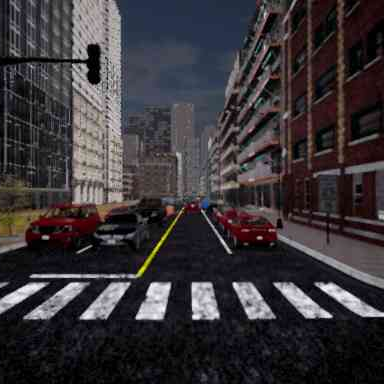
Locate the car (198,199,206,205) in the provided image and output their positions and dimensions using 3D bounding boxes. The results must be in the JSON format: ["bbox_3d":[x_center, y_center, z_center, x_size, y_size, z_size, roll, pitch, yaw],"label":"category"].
[{"bbox_3d":[2.689,2.565,87.306,1.947,1.339,4.313,0,-1,0],"label":"car"}]

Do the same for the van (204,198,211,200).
[{"bbox_3d":[2.687,2.010,59.672,1.690,1.788,3.998,0,-1,0],"label":"van"}]

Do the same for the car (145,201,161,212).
[{"bbox_3d":[-5.694,2.064,48.447,1.752,1.417,4.829,0,-1,0],"label":"car"}]

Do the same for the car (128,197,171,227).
[{"bbox_3d":[-3.081,1.498,25.377,2.150,2.045,5.566,0,-1,0],"label":"car"}]

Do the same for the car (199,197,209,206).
[{"bbox_3d":[2.686,2.181,76.255,2.192,1.841,5.009,0,-1,0],"label":"car"}]

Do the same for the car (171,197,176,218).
[{"bbox_3d":[-3.068,1.741,35.320,2.097,1.767,4.553,0,-1,0],"label":"car"}]

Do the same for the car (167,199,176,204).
[{"bbox_3d":[-5.692,2.618,92.835,2.008,1.369,4.403,0,-1,0],"label":"car"}]

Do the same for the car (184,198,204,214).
[{"bbox_3d":[0.102,1.822,42.582,2.097,1.767,4.553,0,-1,0],"label":"car"}]

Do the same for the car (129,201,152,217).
[{"bbox_3d":[-5.695,1.853,37.564,1.967,1.590,4.097,0,-1,0],"label":"car"}]

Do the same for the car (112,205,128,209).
[{"bbox_3d":[-5.694,1.834,26.507,1.887,1.381,4.507,0,-1,0],"label":"car"}]

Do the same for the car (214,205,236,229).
[{"bbox_3d":[2.686,1.773,20.979,1.887,1.381,4.507,0,-1,0],"label":"car"}]

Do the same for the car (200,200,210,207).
[{"bbox_3d":[2.688,2.350,70.725,2.008,1.369,4.403,0,-1,0],"label":"car"}]

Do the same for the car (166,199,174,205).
[{"bbox_3d":[-5.692,2.581,87.307,1.802,1.307,4.206,0,-1,0],"label":"car"}]

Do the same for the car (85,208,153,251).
[{"bbox_3d":[-3.088,1.691,15.134,1.812,1.442,4.674,0,-1,0],"label":"car"}]

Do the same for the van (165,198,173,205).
[{"bbox_3d":[-5.693,2.273,81.782,1.690,1.788,3.998,0,-1,0],"label":"van"}]

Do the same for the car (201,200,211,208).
[{"bbox_3d":[2.688,2.279,65.198,1.887,1.381,4.507,0,-1,0],"label":"car"}]

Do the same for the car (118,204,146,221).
[{"bbox_3d":[-5.694,1.916,32.035,1.947,1.339,4.313,0,-1,0],"label":"car"}]

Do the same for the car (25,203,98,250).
[{"bbox_3d":[-5.696,1.483,15.456,2.192,1.841,5.009,0,-1,0],"label":"car"}]

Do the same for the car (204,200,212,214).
[{"bbox_3d":[2.686,2.043,43.088,1.947,1.339,4.313,0,-1,0],"label":"car"}]

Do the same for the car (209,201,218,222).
[{"bbox_3d":[2.685,1.729,26.508,1.967,1.590,4.097,0,-1,0],"label":"car"}]

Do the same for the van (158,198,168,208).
[{"bbox_3d":[-5.694,2.075,65.201,1.690,1.788,3.998,0,-1,0],"label":"van"}]

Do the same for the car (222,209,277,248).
[{"bbox_3d":[2.685,1.713,15.452,1.887,1.381,4.507,0,-1,0],"label":"car"}]

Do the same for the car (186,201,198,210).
[{"bbox_3d":[0.001,2.183,55.334,1.994,1.385,4.181,0,-1,0],"label":"car"}]

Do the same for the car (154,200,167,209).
[{"bbox_3d":[-5.693,2.214,59.671,1.887,1.381,4.507,0,-1,0],"label":"car"}]
